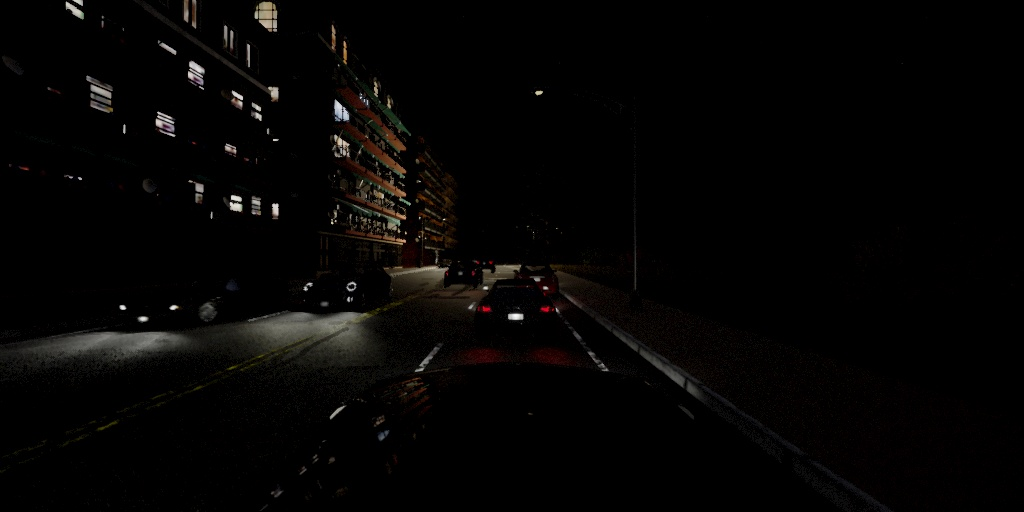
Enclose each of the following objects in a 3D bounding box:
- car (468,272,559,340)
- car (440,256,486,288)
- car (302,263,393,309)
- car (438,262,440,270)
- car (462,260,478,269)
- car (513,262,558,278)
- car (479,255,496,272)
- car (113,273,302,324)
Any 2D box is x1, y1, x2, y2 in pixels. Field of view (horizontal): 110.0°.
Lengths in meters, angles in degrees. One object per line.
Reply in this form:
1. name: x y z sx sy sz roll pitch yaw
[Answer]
1. car: 0.101 1.315 9.954 1.994 1.385 4.181 0 0 0
2. car: -3.132 1.105 23.970 2.097 1.767 4.553 0 0 0
3. car: -6.590 1.104 14.851 2.097 1.767 4.553 0 0 0
4. car: -9.799 1.256 53.534 1.837 1.490 4.892 0 0 0
5. car: -6.544 1.351 56.437 1.895 1.301 4.718 0 0 0
6. car: 1.151 1.103 18.533 2.097 1.767 4.553 0 0 0
7. car: -3.115 0.965 43.130 2.150 2.045 5.566 0 -1 0
8. car: -9.842 1.299 12.225 2.033 1.411 5.357 0 0 0
